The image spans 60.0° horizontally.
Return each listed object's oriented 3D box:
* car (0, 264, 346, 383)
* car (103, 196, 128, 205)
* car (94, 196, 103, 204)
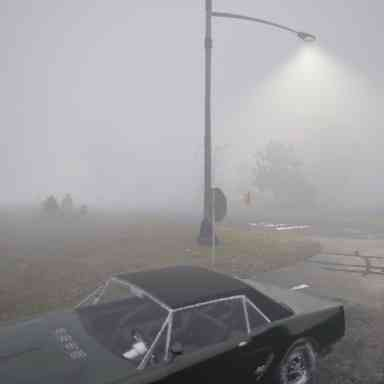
[{"bbox_3d":[-0.464,1.601,3.558,4.718,1.301,1.895,0,0,-35],"label":"car"},{"bbox_3d":[-12.377,1.446,54.982,2.033,1.411,5.357,0,0,-33],"label":"car"},{"bbox_3d":[-16.379,1.433,60.890,2.033,1.411,5.357,0,0,-34],"label":"car"}]
